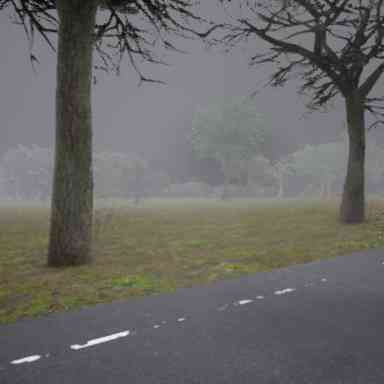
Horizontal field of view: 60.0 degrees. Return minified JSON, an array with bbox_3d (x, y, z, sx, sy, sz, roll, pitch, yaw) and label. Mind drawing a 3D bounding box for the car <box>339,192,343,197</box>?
[{"bbox_3d":[34.302,0.511,71.468,1.882,1.535,5.008,2,-2,-35],"label":"car"}]
